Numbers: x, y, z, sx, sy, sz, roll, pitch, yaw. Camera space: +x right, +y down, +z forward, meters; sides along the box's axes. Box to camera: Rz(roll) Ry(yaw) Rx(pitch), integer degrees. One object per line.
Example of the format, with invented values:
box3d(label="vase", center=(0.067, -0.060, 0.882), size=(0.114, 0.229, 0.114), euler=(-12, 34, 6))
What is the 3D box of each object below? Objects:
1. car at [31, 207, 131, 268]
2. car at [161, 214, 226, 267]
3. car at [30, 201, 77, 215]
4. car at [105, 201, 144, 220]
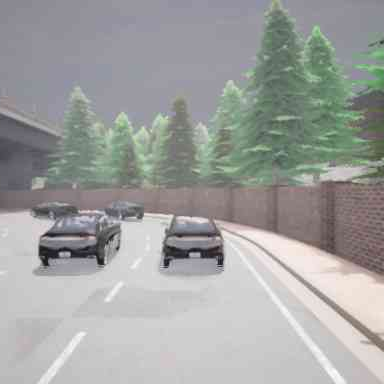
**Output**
box3d(label="car", center=(-3.573, 1.485, 11.365), size=(2.128, 1.511, 4.902), euler=(0, 0, -4))
box3d(label="car", center=(-0.036, 1.486, 11.360), size=(2.128, 1.511, 4.902), euler=(0, 0, -3))
box3d(label="car", center=(-11.554, 1.466, 27.704), size=(5.008, 1.535, 1.882), euler=(0, -1, 38))
box3d(label="car", center=(-5.780, 1.493, 27.376), size=(1.837, 1.490, 4.892), euler=(1, -1, -40))
